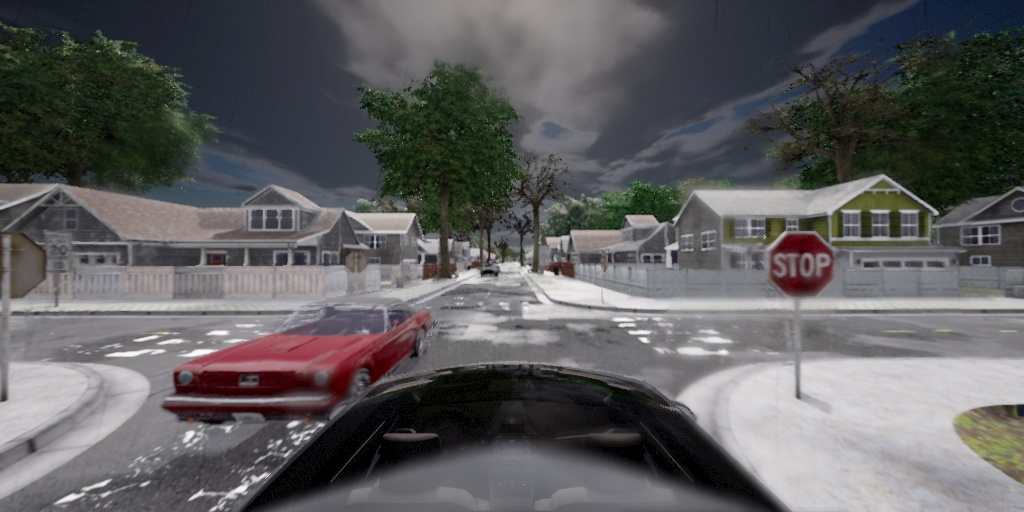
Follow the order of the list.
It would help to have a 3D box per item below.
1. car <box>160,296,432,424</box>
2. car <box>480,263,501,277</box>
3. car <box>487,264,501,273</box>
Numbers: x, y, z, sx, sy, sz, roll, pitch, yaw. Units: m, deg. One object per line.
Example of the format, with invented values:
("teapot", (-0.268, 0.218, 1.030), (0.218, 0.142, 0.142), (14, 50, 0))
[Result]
("car", (-2.751, 1.402, 5.951), (1.895, 1.301, 4.718), (0, -1, 0))
("car", (-2.766, 1.595, 44.029), (2.097, 1.767, 4.553), (0, -1, 0))
("car", (-2.772, 1.935, 56.489), (1.994, 1.385, 4.181), (0, -1, 0))
